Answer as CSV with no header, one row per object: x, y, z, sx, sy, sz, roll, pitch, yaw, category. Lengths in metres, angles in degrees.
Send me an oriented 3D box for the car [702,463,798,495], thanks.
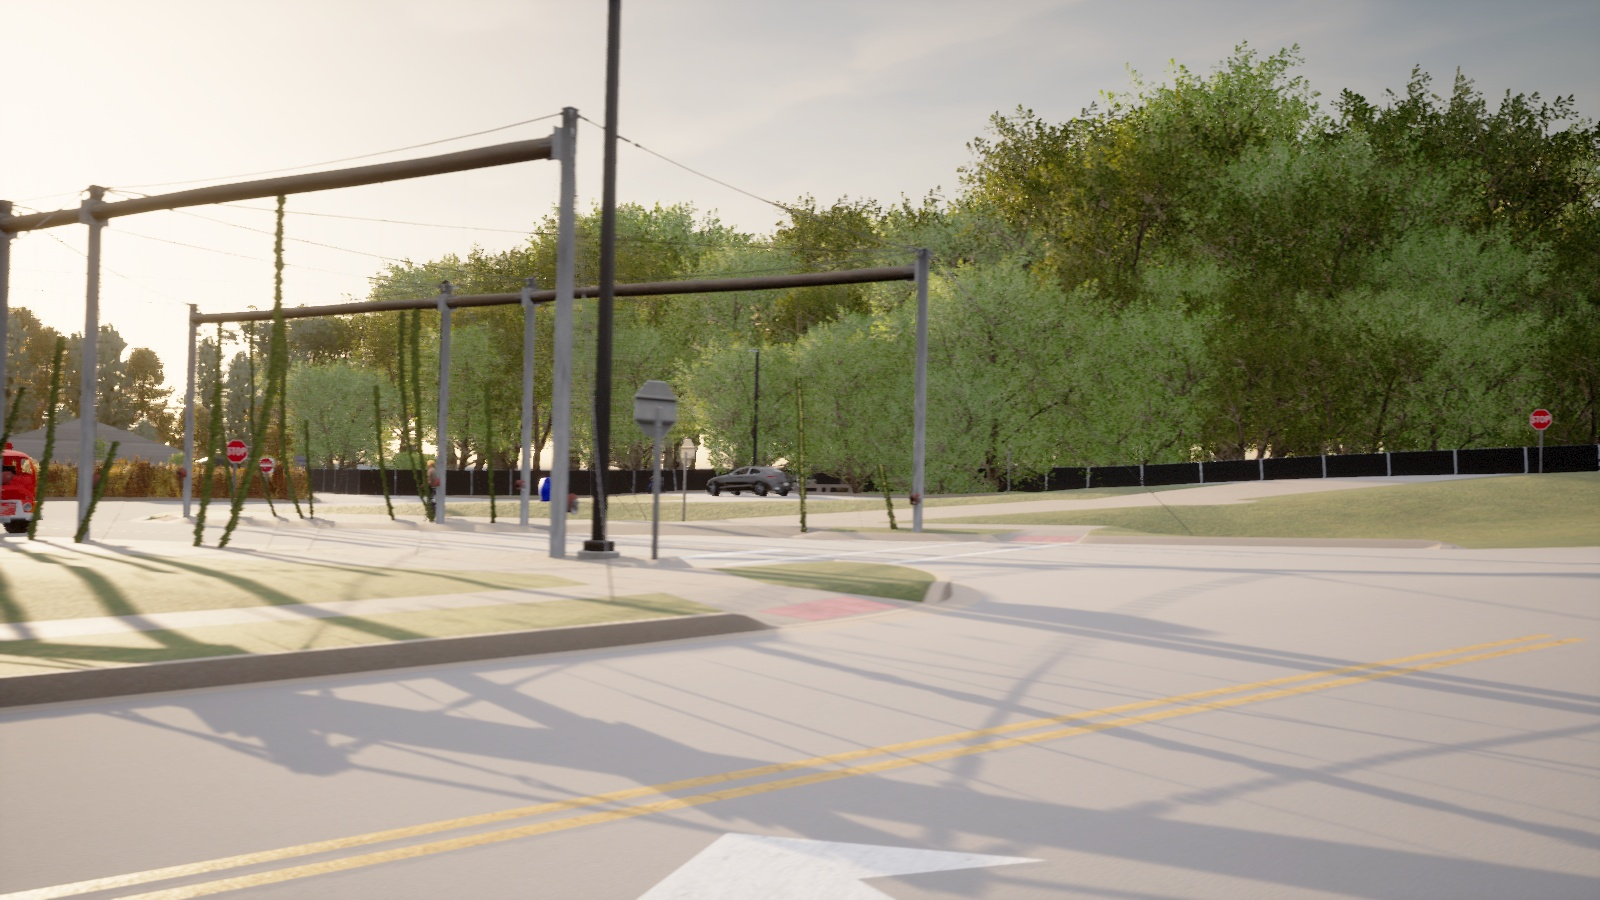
-2.746,1.573,68.380,5.027,1.651,2.152,-1,-1,38,car

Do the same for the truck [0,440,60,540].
-21.964,1.034,32.599,5.204,2.467,2.627,-1,-2,32,truck

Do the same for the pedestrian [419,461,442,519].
-11.766,1.268,39.967,0.594,1.836,0.345,1,-1,31,pedestrian
